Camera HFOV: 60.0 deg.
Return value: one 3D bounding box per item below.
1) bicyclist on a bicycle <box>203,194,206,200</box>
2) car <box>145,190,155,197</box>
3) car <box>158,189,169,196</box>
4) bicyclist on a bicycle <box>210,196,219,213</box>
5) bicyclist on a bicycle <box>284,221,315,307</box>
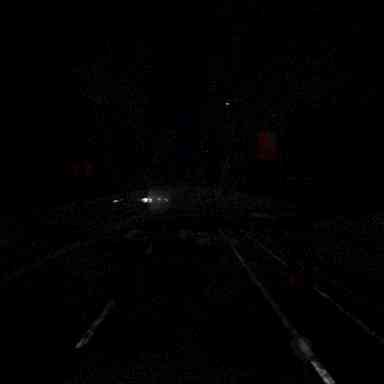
[{"bbox_3d":[2.222,0.882,61.580,0.866,1.612,1.509,0,1,0],"label":"bicyclist on a bicycle"},{"bbox_3d":[-9.759,0.241,76.631,2.128,1.511,4.902,0,1,0],"label":"car"},{"bbox_3d":[-6.509,0.071,76.658,2.097,1.767,4.553,0,1,0],"label":"car"},{"bbox_3d":[2.244,1.225,32.560,0.866,1.612,1.509,2,-2,0],"label":"bicyclist on a bicycle"},{"bbox_3d":[2.258,1.445,7.014,0.582,1.620,1.656,0,0,0],"label":"bicyclist on a bicycle"}]
